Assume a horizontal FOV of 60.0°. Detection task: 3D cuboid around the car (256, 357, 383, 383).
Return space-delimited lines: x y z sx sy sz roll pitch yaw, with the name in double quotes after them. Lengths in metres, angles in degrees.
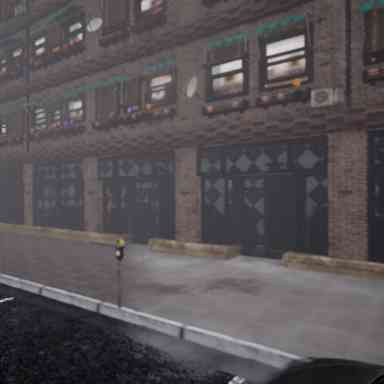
2.076 1.556 1.386 4.313 1.339 1.947 -1 0 36 "car"
